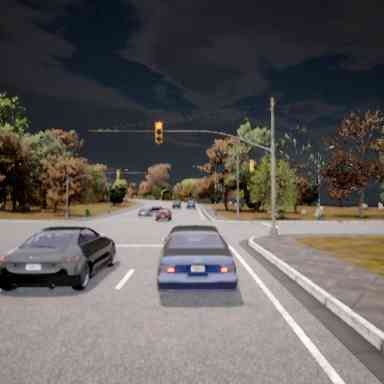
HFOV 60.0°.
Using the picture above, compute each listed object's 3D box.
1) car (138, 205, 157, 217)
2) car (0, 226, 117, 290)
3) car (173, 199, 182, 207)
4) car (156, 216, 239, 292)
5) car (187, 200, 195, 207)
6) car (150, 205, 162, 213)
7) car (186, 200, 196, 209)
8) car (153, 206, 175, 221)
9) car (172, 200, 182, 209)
[{"bbox_3d":[-7.226,3.109,51.564,2.128,1.511,4.902,0,-1,0],"label":"car"},{"bbox_3d":[-3.447,1.636,9.245,1.994,1.385,4.181,0,-1,0],"label":"car"},{"bbox_3d":[-3.840,2.845,88.076,2.097,1.767,4.553,0,0,-4],"label":"car"},{"bbox_3d":[0.066,1.618,9.137,2.033,1.411,5.357,0,-1,-1],"label":"car"},{"bbox_3d":[-0.344,2.971,88.202,1.882,1.535,5.008,0,0,-4],"label":"car"},{"bbox_3d":[-7.203,3.386,67.003,1.895,1.301,4.718,0,0,0],"label":"car"},{"bbox_3d":[-0.220,3.069,78.023,2.097,1.767,4.553,0,0,0],"label":"car"},{"bbox_3d":[-3.519,2.856,42.330,1.812,1.442,4.674,0,-2,0],"label":"car"},{"bbox_3d":[-3.720,3.214,78.044,1.837,1.490,4.892,0,0,0],"label":"car"}]
